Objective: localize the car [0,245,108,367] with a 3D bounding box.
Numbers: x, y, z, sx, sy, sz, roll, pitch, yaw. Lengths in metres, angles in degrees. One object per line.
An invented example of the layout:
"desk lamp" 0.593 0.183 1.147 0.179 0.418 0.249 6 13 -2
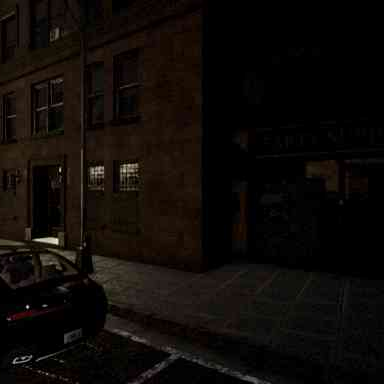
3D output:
"car" -3.248 1.551 5.410 4.403 1.369 2.008 0 0 36
